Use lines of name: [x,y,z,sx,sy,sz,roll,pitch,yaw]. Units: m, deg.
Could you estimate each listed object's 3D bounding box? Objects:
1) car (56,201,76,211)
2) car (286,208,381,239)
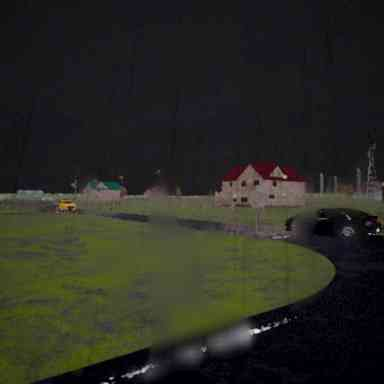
car: [-18.871,2.030,49.882,1.882,1.535,5.008,1,-2,-36]
car: [7.434,1.640,17.994,1.837,1.490,4.892,-6,3,-41]
